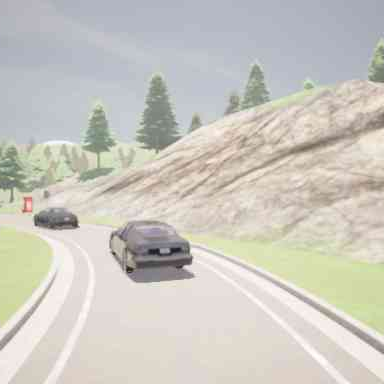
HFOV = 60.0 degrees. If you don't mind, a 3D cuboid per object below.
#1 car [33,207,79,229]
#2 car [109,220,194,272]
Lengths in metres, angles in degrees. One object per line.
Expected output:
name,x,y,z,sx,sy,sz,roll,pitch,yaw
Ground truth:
car,-9.717,1.788,23.619,1.994,1.385,4.181,1,-1,-43
car,-1.611,1.655,11.330,2.033,1.411,5.357,0,-1,-21
